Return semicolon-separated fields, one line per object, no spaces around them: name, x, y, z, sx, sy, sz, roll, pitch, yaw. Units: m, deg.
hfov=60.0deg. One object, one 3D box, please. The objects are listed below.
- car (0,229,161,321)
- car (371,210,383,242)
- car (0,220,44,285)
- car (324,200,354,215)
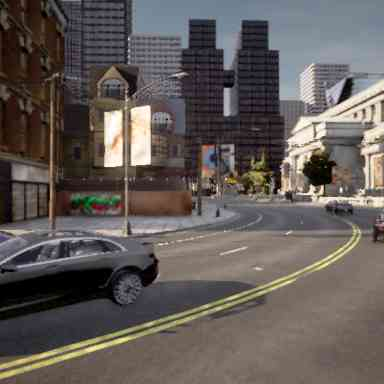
car;-2.935;1.541;6.470;4.902;1.511;2.128;0;0;-39
car;9.903;1.595;16.305;1.812;1.442;4.674;0;0;30
car;-6.364;1.597;8.215;4.674;1.442;1.812;0;0;-37
car;16.062;1.664;36.560;2.128;1.511;4.902;0;0;6
